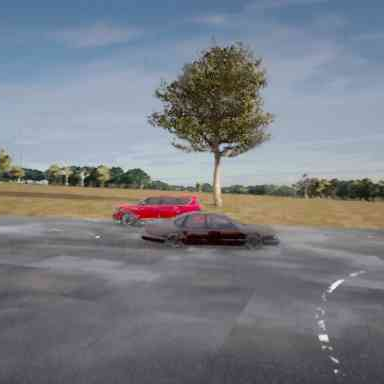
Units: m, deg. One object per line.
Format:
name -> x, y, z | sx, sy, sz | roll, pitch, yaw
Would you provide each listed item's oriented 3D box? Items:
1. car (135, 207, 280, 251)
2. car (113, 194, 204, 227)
car -> 0.685, 1.518, 13.388 | 5.357, 1.411, 2.033 | 1, 0, 1
car -> -1.987, 1.144, 20.524 | 5.566, 2.045, 2.150 | 1, 0, 1
